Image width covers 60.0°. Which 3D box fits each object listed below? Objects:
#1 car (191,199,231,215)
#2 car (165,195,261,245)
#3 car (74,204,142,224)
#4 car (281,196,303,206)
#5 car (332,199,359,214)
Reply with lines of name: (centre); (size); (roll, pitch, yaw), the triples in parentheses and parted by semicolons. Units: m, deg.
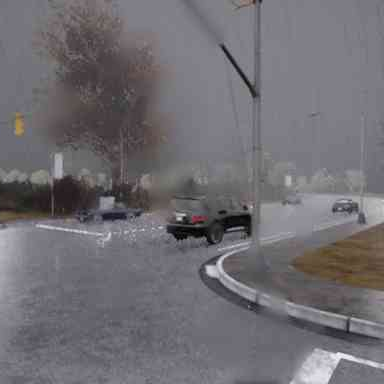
car: (2.005, 1.456, 33.702); (1.994, 1.385, 4.181); (0, 1, 38)
car: (1.156, 1.183, 15.636); (2.150, 2.045, 5.566); (0, 0, 39)
car: (-5.932, 1.503, 23.757); (1.895, 1.301, 4.718); (0, 0, 39)
car: (15.547, 1.330, 51.489); (2.033, 1.411, 5.357); (0, 1, 35)
car: (15.742, 1.447, 34.062); (1.812, 1.442, 4.674); (0, 0, 37)
